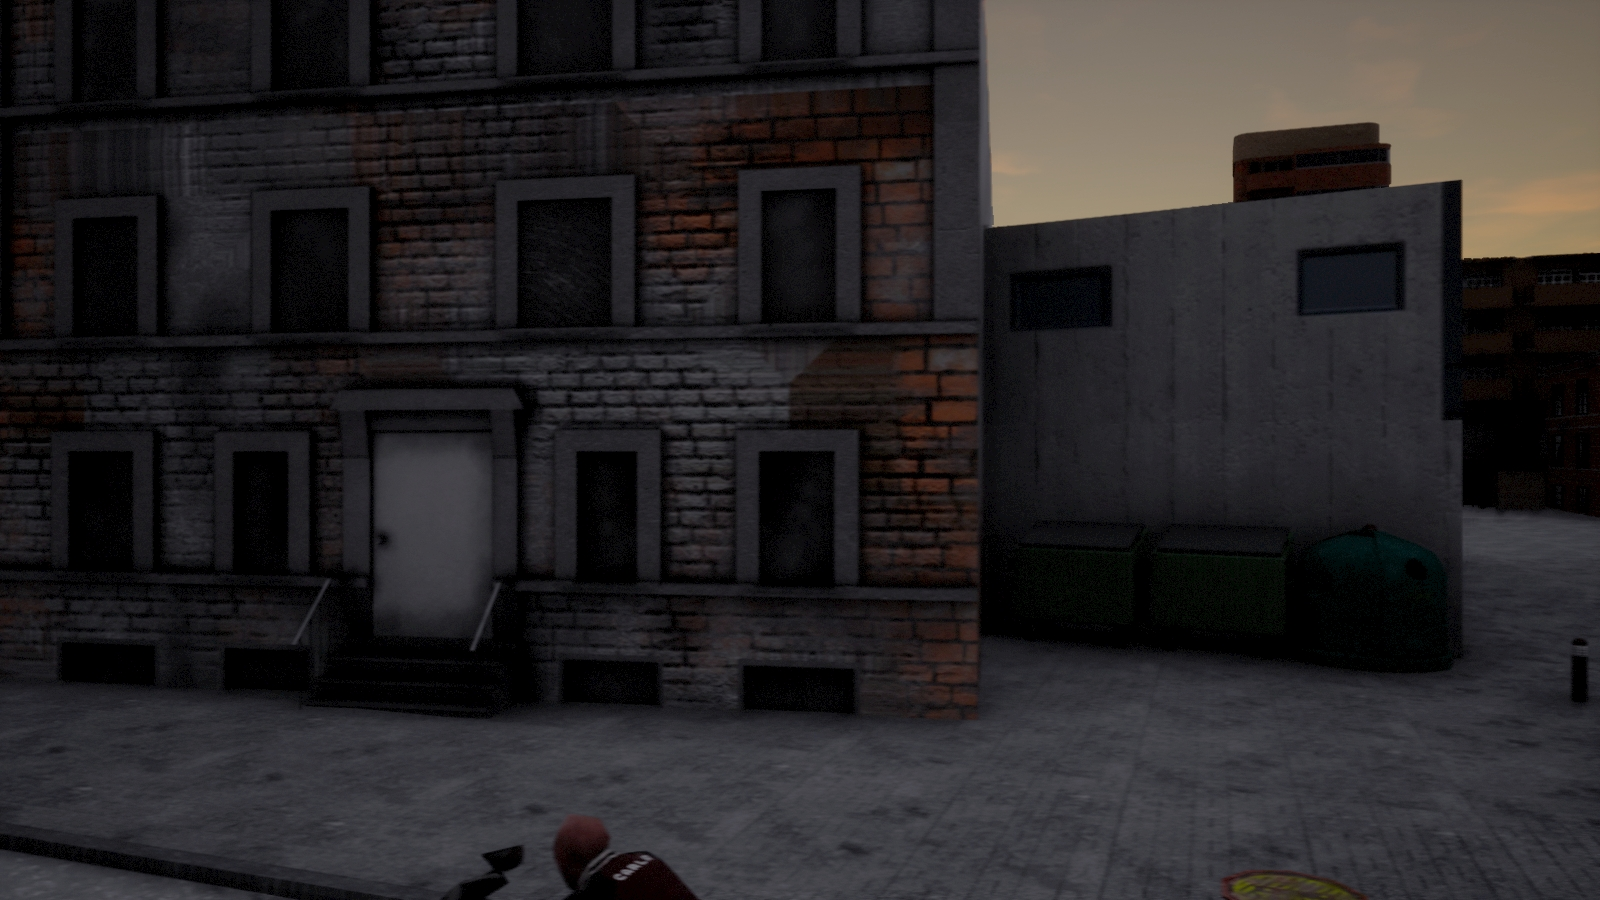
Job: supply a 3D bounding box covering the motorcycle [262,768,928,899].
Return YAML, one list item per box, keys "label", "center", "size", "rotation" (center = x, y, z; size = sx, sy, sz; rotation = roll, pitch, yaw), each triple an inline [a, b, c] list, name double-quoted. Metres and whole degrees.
- label: "motorcycle"
  center: [-0.724, 1.985, 4.092]
  size: [2.209, 1.251, 0.867]
  rotation: [0, 0, 20]
